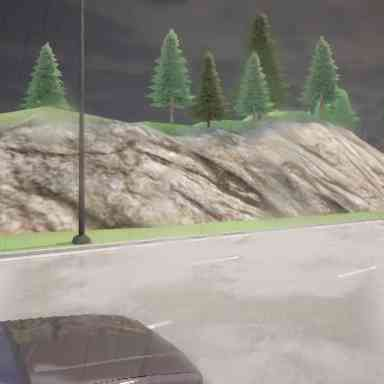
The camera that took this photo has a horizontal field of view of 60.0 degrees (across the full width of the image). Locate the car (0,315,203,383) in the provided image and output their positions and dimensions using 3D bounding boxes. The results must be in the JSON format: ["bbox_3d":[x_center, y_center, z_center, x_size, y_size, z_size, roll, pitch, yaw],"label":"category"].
[{"bbox_3d":[-2.431,1.547,1.988,5.357,1.411,2.033,0,0,-36],"label":"car"}]
